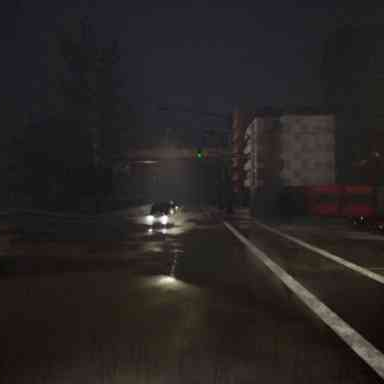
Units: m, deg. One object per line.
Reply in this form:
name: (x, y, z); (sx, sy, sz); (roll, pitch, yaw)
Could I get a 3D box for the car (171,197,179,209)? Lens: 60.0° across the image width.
car: (-3.464, 1.804, 49.508); (1.994, 1.385, 4.181); (0, 0, 0)

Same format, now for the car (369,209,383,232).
car: (13.081, 1.721, 18.962); (4.674, 1.442, 1.812); (0, 0, 0)

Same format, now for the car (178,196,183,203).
car: (-3.388, 1.803, 63.969); (2.128, 1.511, 4.902); (0, 0, 0)

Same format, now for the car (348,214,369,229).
car: (13.214, 1.811, 22.446); (4.718, 1.301, 1.895); (1, 0, 0)

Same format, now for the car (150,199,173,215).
car: (-3.510, 1.782, 37.106); (1.895, 1.301, 4.718); (0, 0, 0)
